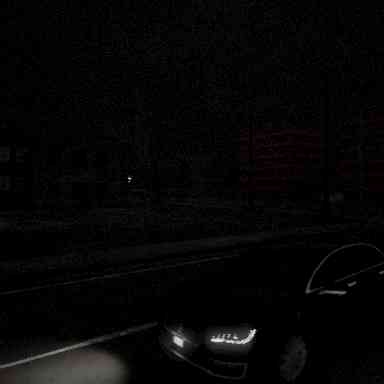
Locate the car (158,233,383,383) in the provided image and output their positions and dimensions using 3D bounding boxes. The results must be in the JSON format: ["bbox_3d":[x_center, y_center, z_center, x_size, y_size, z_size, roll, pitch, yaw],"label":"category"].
[{"bbox_3d":[1.765,1.504,5.400,4.892,1.490,1.837,0,0,-38],"label":"car"}]
